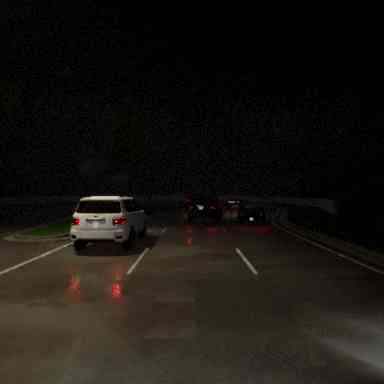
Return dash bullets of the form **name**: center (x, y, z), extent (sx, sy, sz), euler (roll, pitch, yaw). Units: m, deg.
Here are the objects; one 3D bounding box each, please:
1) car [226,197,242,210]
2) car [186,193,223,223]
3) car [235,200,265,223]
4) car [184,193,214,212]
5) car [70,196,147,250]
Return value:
- **car**: center (5.493, 1.421, 41.690), extent (2.128, 1.511, 4.902), euler (0, 0, 16)
- **car**: center (1.095, 1.180, 25.489), extent (2.150, 2.045, 5.566), euler (0, 0, 10)
- **car**: center (4.470, 1.558, 24.957), extent (1.895, 1.301, 4.718), euler (0, 0, 10)
- **car**: center (0.938, 1.156, 38.549), extent (2.150, 2.045, 5.566), euler (0, 0, 16)
- **car**: center (-3.350, 1.197, 14.361), extent (2.150, 2.045, 5.566), euler (0, 0, 1)
